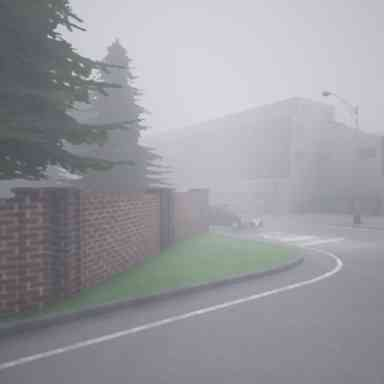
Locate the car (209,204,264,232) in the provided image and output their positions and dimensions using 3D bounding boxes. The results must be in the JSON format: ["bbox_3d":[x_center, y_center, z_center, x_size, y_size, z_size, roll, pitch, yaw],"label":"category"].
[{"bbox_3d":[2.271,1.518,20.617,2.128,1.511,4.902,-1,0,-35],"label":"car"}]
